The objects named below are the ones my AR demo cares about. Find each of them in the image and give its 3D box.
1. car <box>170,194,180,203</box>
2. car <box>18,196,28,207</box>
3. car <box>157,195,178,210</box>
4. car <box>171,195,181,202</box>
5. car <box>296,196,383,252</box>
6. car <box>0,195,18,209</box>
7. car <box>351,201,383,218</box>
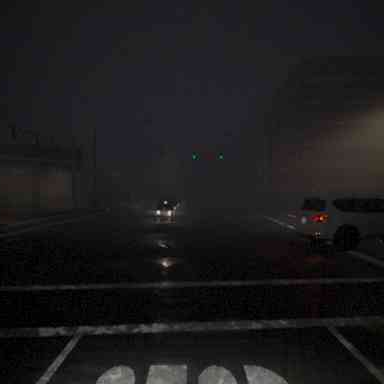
[{"bbox_3d":[-3.200,1.285,49.526,1.882,1.535,5.008,0,0,0],"label":"car"},{"bbox_3d":[-24.034,1.283,44.133,3.806,1.475,1.970,0,0,1],"label":"car"},{"bbox_3d":[-3.135,1.392,39.949,2.033,1.411,5.357,0,0,0],"label":"car"},{"bbox_3d":[-3.311,1.267,69.876,2.033,1.411,5.357,0,0,0],"label":"car"},{"bbox_3d":[7.054,1.168,13.503,5.566,2.045,2.150,0,-1,-10],"label":"car"},{"bbox_3d":[-23.317,1.145,38.381,4.611,1.667,2.242,0,0,1],"label":"car"},{"bbox_3d":[16.214,1.453,28.462,4.181,1.385,1.994,0,0,0],"label":"car"}]
